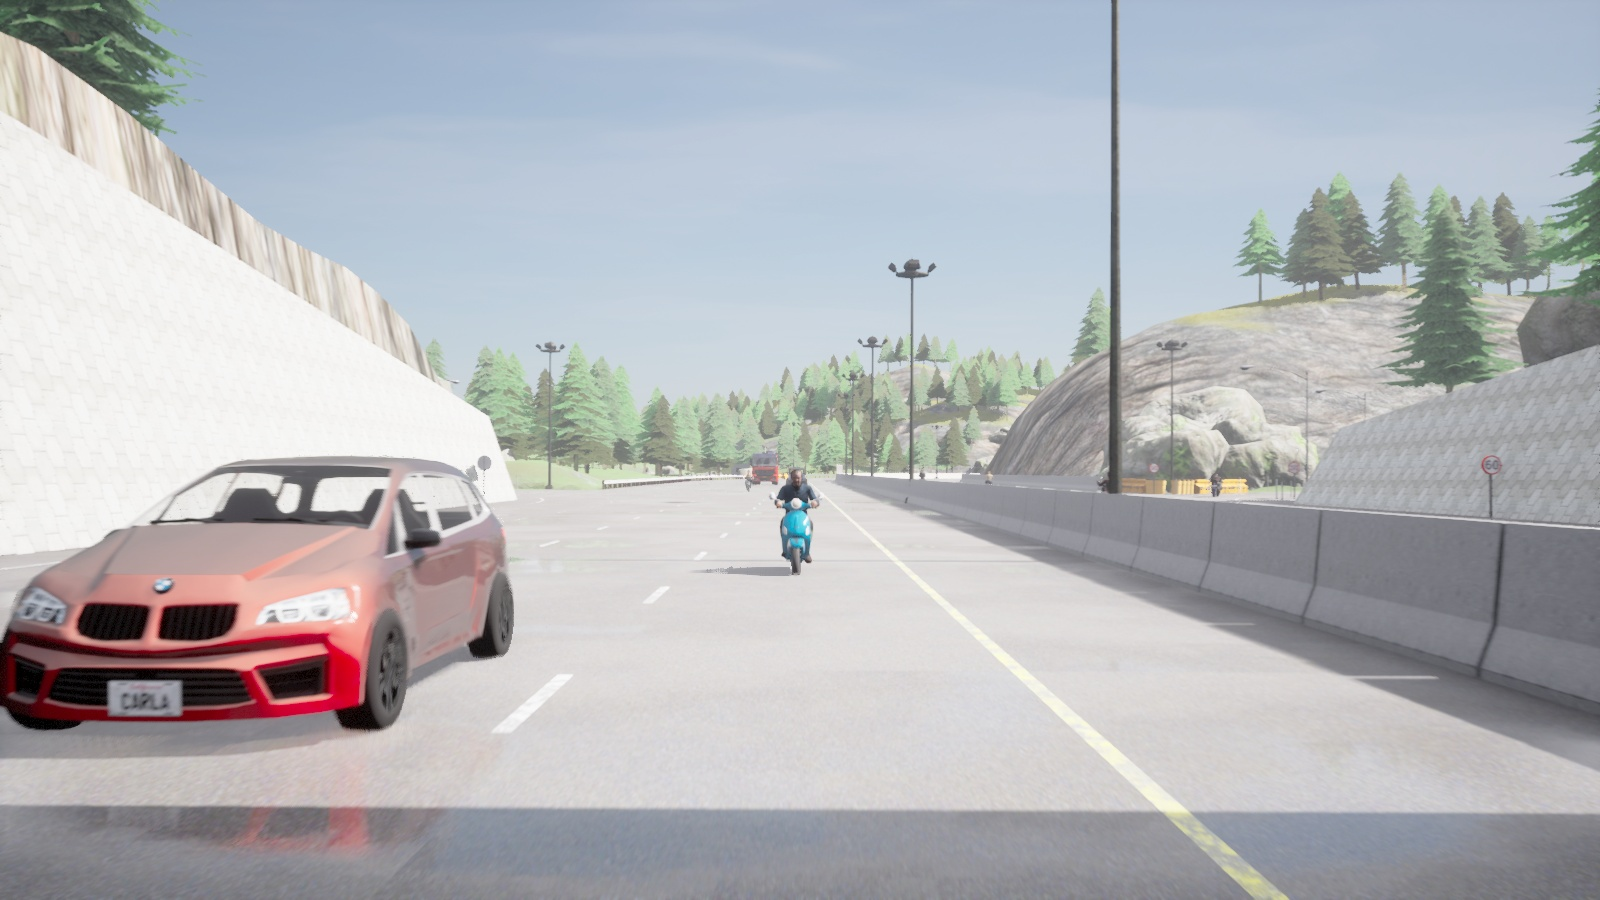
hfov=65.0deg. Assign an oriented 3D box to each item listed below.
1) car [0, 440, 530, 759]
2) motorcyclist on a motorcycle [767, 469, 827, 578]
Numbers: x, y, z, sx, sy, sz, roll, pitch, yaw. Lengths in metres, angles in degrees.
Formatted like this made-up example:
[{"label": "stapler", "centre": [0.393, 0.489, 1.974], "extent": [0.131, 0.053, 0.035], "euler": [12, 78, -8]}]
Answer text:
[{"label": "car", "centre": [-3.524, 0.822, 8.899], "extent": [2.242, 1.667, 4.611], "euler": [0, -1, 0]}, {"label": "motorcyclist on a motorcycle", "centre": [-0.048, 1.091, 19.303], "extent": [0.866, 1.590, 1.817], "euler": [0, -1, 0]}]
